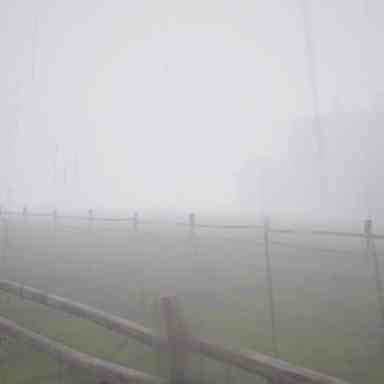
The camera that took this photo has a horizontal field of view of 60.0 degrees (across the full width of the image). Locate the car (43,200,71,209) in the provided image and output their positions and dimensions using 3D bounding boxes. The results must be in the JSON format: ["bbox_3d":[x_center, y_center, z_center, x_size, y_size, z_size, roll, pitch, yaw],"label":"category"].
[{"bbox_3d":[-24.144,2.199,59.776,1.882,1.535,5.008,-2,-2,35],"label":"car"}]
